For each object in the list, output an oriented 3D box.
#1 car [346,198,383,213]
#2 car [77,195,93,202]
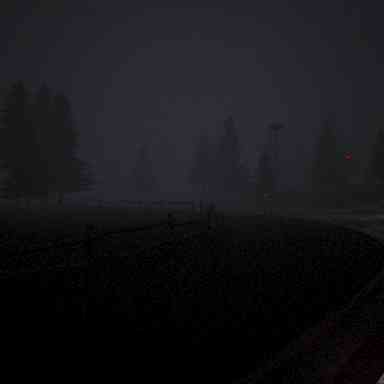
[{"bbox_3d":[19.906,1.477,37.145,5.008,1.535,1.882,0,0,41],"label":"car"},{"bbox_3d":[-24.185,1.500,75.118,4.892,1.490,1.837,0,0,41],"label":"car"}]
